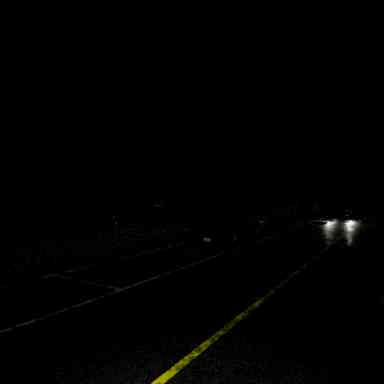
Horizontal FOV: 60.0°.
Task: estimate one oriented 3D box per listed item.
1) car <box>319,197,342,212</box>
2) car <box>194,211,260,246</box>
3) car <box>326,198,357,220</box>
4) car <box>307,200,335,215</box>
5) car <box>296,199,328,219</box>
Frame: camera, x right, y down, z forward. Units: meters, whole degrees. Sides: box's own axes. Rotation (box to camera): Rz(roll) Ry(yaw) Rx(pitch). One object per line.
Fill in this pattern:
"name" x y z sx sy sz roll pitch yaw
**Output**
"car" 16.239 1.441 38.884 1.967 1.590 4.097 0 0 32
"car" 1.756 1.566 15.359 1.947 1.339 4.313 0 0 32
"car" 13.126 1.478 28.911 1.882 1.535 5.008 0 0 32
"car" 13.342 1.567 34.179 1.947 1.339 4.313 0 0 32
"car" 10.446 1.582 29.474 1.802 1.307 4.206 0 0 32
